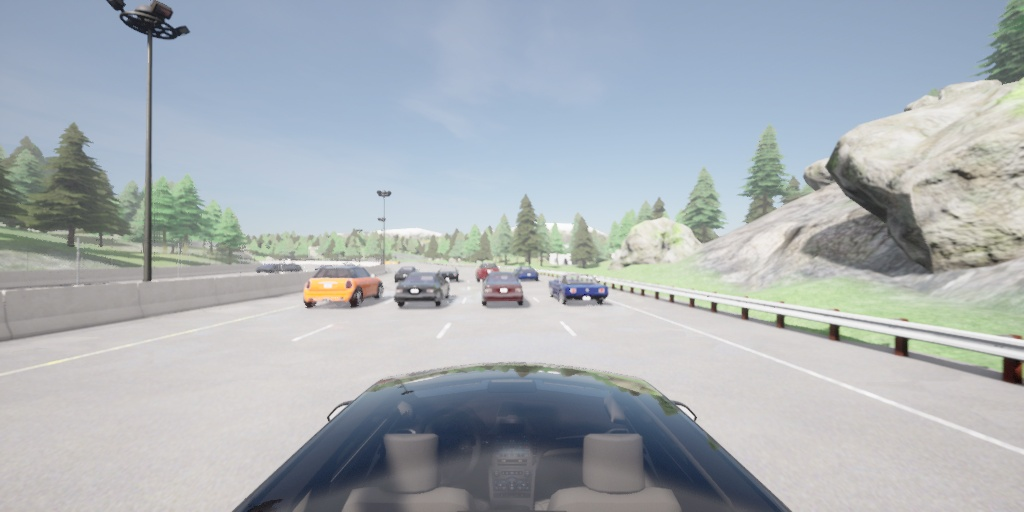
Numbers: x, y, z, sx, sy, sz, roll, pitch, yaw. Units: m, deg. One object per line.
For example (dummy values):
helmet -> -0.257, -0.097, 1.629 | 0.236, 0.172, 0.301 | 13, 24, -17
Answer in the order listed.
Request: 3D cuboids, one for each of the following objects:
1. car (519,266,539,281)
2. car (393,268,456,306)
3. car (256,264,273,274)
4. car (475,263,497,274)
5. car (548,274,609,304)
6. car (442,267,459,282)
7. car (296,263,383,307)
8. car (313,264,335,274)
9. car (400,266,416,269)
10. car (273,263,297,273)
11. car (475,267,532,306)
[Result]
car -> 1.200, 1.618, 33.471 | 1.994, 1.385, 4.181 | 0, -1, -8
car -> -3.999, 1.441, 16.587 | 2.033, 1.411, 5.357 | 0, -1, -4
car -> -34.297, 1.778, 50.806 | 2.033, 1.411, 5.357 | 0, -1, -16
car -> -2.233, 1.398, 32.752 | 2.097, 1.767, 4.553 | 0, -1, -8
car -> 2.975, 1.498, 17.190 | 1.895, 1.301, 4.718 | 0, -1, -4
car -> -5.699, 1.645, 32.268 | 1.895, 1.301, 4.718 | 0, -1, -8
car -> -7.497, 1.243, 16.439 | 2.097, 1.767, 4.553 | 0, -1, -4
car -> -27.691, 1.849, 52.875 | 1.895, 1.301, 4.718 | 0, -1, -16
car -> -9.186, 1.606, 31.925 | 1.994, 1.385, 4.181 | 0, -1, -8
car -> -30.417, 1.722, 49.251 | 1.837, 1.490, 4.892 | 1, -1, -13
car -> -0.508, 1.442, 16.830 | 2.033, 1.411, 5.357 | 0, -1, -4
